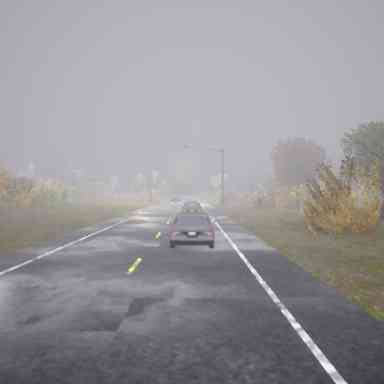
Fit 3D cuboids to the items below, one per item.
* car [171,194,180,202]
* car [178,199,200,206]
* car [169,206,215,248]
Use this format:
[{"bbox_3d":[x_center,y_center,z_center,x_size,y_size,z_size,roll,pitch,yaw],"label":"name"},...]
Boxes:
[{"bbox_3d":[-3.761,1.363,75.976,2.097,1.767,4.553,0,0,-3],"label":"car"},{"bbox_3d":[0.000,1.573,29.651,2.033,1.411,5.357,0,0,0],"label":"car"},{"bbox_3d":[0.000,1.565,14.651,2.033,1.411,5.357,0,0,0],"label":"car"}]
